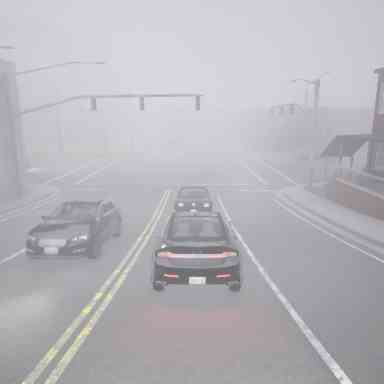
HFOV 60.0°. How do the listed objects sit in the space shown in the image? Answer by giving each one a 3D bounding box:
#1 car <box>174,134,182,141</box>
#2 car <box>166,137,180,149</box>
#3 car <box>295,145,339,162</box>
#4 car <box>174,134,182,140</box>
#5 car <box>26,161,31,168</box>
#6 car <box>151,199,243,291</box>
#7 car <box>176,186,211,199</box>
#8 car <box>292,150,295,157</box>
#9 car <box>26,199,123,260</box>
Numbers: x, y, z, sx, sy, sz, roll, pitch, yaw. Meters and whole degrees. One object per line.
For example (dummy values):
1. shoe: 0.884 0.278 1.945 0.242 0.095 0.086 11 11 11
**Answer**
1. car: -3.493 -13.821 83.511 1.837 1.490 4.892 0 12 0
2. car: -3.565 -8.509 59.391 1.837 1.490 4.892 0 12 0
3. car: 15.805 -4.739 41.548 4.553 1.767 2.097 0 12 0
4. car: -3.494 -10.767 69.876 1.994 1.385 4.181 0 12 0
5. car: -19.222 -3.011 34.680 4.181 1.385 1.994 0 12 1
6. car: 0.099 1.221 8.373 2.128 1.511 4.902 0 4 0
7. car: 0.086 0.327 18.079 1.895 1.301 4.718 0 8 0
8. car: 15.972 -5.491 44.965 4.553 1.767 2.097 0 12 0
9. car: -3.573 1.035 10.898 2.128 1.511 4.902 0 5 0
